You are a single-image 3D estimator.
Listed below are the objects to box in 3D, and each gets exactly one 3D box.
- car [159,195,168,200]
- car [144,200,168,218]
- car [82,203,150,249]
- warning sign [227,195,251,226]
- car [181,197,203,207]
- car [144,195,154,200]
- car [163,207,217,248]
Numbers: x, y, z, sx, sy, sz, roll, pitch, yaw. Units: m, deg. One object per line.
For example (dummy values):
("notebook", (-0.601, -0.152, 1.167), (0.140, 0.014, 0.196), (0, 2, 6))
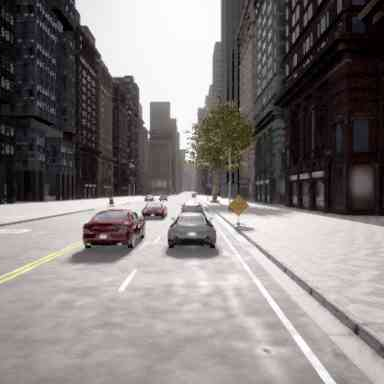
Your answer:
("car", (-6.501, 1.476, 75.930), (1.837, 1.490, 4.892), (0, 0, 0))
("car", (-3.250, 1.619, 29.681), (1.895, 1.301, 4.718), (0, 0, 0))
("car", (-3.250, 1.485, 14.651), (1.882, 1.535, 5.008), (0, 0, 0))
("warning sign", (2.852, 1.115, 20.352), (1.300, 1.860, 1.060), (0, 0, 0))
("car", (0.000, 1.498, 29.650), (2.128, 1.511, 4.902), (0, 0, 0))
("car", (-9.751, 1.501, 75.930), (2.128, 1.511, 4.902), (0, 0, 0))
("car", (0.000, 1.572, 14.650), (1.994, 1.385, 4.181), (0, 0, 0))
